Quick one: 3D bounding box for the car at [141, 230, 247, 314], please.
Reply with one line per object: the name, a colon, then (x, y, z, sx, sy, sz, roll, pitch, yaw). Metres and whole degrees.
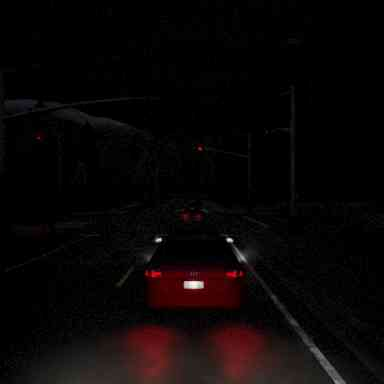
car: (0.052, 1.564, 7.722, 1.994, 1.385, 4.181, 0, 0, 1)

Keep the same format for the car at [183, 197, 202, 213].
car: (0.083, 1.523, 37.124, 1.812, 1.442, 4.674, 0, 0, 1)

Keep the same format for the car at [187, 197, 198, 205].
car: (0.030, 1.560, 61.377, 1.994, 1.385, 4.181, 0, 0, 0)
